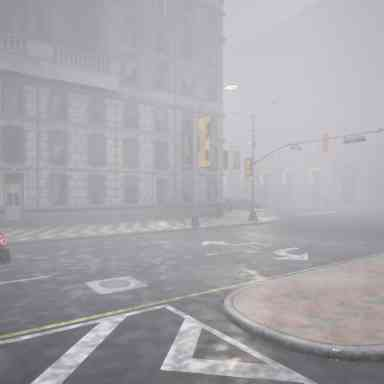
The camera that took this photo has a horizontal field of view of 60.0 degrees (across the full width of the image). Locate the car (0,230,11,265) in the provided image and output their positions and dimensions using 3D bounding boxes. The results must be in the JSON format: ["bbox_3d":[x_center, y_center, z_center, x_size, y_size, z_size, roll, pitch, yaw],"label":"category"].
[{"bbox_3d":[-7.329,1.352,8.599,4.553,1.767,2.097,0,0,-35],"label":"car"}]

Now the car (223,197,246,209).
[{"bbox_3d":[4.497,1.505,44.358,1.837,1.490,4.892,0,0,-36],"label":"car"}]

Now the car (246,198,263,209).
[{"bbox_3d":[7.371,1.547,46.347,2.033,1.411,5.357,0,0,-36],"label":"car"}]
